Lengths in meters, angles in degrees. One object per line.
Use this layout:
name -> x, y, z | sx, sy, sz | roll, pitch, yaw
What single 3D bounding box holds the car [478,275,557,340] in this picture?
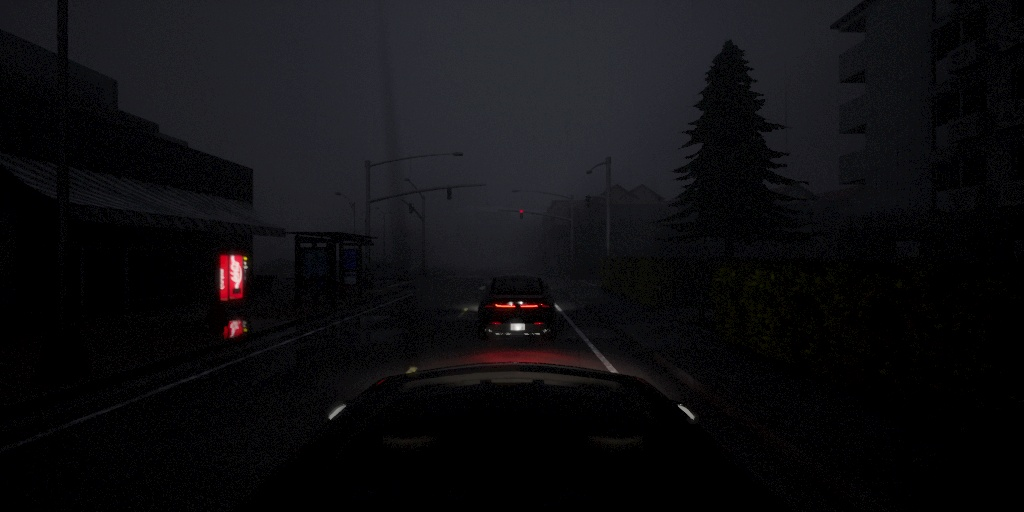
car -> 0.119, 1.255, 10.016 | 1.837, 1.490, 4.892 | 0, 0, 0
